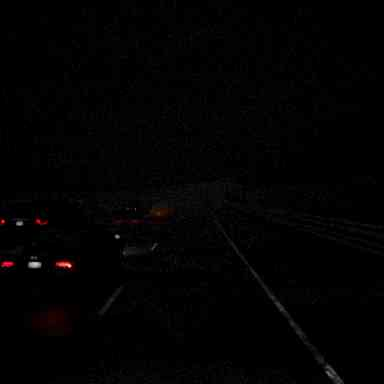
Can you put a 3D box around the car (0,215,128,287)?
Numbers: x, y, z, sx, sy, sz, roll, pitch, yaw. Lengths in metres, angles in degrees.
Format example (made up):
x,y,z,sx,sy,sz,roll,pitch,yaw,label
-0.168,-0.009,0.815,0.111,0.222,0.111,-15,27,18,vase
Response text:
x,y,z,sx,sy,sz,roll,pitch,yaw,label
-3.349,1.637,9.644,2.033,1.411,5.357,0,-1,1,car

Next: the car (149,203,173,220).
x,y,z,sx,sy,sz,roll,pitch,yaw,label
-2.926,1.850,32.305,1.882,1.535,5.008,0,-1,2,car

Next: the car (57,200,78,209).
x,y,z,sx,sy,sz,roll,pitch,yaw,label
-22.905,2.309,61.407,1.812,1.442,4.674,0,-1,3,car

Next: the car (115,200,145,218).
x,y,z,sx,sy,sz,roll,pitch,yaw,label
-6.336,1.765,35.352,2.097,1.767,4.553,0,-1,2,car

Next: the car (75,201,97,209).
x,y,z,sx,sy,sz,roll,pitch,yaw,label
-19.409,2.337,61.230,2.033,1.411,5.357,0,-1,3,car

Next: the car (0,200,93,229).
x,y,z,sx,sy,sz,roll,pitch,yaw,label
-6.775,1.375,15.836,2.150,2.045,5.566,0,-1,1,car

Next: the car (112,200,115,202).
x,y,z,sx,sy,sz,roll,pitch,yaw,label
-15.515,2.421,68.044,2.033,1.411,5.357,0,-1,3,car
